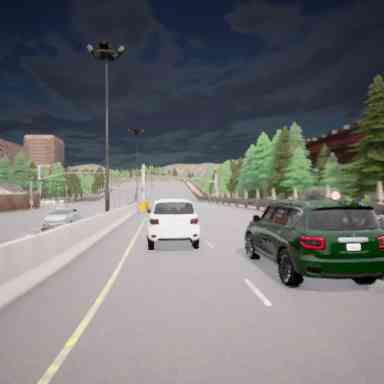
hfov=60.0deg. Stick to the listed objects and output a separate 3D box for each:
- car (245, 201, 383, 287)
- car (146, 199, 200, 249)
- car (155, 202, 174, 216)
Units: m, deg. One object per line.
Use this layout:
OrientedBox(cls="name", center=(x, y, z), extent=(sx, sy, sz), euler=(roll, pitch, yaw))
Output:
OrientedBox(cls="car", center=(3.161, 1.262, 9.649), extent=(2.150, 2.045, 5.566), euler=(0, 0, -5))
OrientedBox(cls="car", center=(-0.928, 1.340, 15.458), extent=(2.150, 2.045, 5.566), euler=(0, -1, -6))
OrientedBox(cls="car", center=(-3.124, 1.844, 37.480), extent=(2.033, 1.411, 5.357), euler=(-1, 0, -6))
